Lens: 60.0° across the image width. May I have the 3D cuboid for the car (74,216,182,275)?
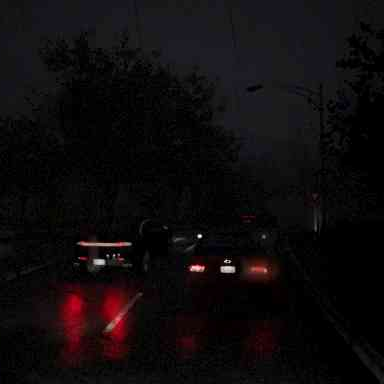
[{"bbox_3d":[-1.916,1.525,10.626,2.128,1.511,4.902,-1,0,9],"label":"car"}]

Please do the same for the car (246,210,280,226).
[{"bbox_3d":[6.373,2.419,30.438,1.837,1.490,4.892,-3,-5,37],"label":"car"}]

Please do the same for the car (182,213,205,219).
[{"bbox_3d":[0.334,4.483,64.022,5.008,1.535,1.882,-2,-4,24],"label":"car"}]

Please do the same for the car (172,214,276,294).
[{"bbox_3d":[1.038,1.549,8.938,2.033,1.411,5.357,-1,0,8],"label":"car"}]
